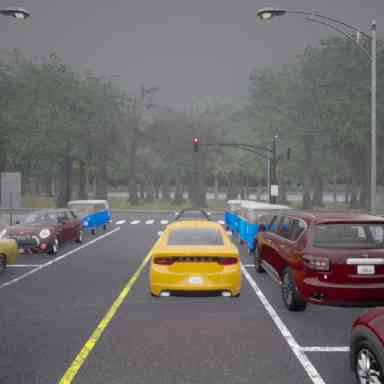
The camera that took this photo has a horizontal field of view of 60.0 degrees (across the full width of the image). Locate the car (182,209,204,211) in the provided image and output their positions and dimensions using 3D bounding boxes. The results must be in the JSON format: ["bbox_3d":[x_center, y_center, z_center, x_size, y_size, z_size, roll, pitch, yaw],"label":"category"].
[{"bbox_3d":[0.046,1.566,17.538,1.994,1.385,4.181,0,0,0],"label":"car"}]

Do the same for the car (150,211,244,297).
[{"bbox_3d":[0.080,1.478,8.616,1.882,1.535,5.008,0,0,0],"label":"car"}]

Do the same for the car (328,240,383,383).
[{"bbox_3d":[2.760,1.440,2.223,1.967,1.590,4.097,0,0,0],"label":"car"}]

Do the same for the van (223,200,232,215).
[{"bbox_3d":[2.747,1.343,18.536,1.690,1.788,3.998,0,0,0],"label":"van"}]

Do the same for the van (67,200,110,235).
[{"bbox_3d":[-5.778,1.343,18.530,1.690,1.788,3.998,0,0,0],"label":"van"}]

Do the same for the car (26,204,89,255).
[{"bbox_3d":[-5.773,1.441,13.092,1.967,1.590,4.097,0,0,0],"label":"car"}]

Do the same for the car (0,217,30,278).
[{"bbox_3d":[-5.769,1.526,7.484,1.752,1.417,4.829,0,0,0],"label":"car"}]

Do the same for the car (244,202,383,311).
[{"bbox_3d":[2.756,1.315,7.661,2.192,1.841,5.009,0,0,0],"label":"car"}]

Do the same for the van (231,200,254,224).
[{"bbox_3d":[2.752,1.342,13.098,1.690,1.788,3.998,0,0,0],"label":"van"}]
